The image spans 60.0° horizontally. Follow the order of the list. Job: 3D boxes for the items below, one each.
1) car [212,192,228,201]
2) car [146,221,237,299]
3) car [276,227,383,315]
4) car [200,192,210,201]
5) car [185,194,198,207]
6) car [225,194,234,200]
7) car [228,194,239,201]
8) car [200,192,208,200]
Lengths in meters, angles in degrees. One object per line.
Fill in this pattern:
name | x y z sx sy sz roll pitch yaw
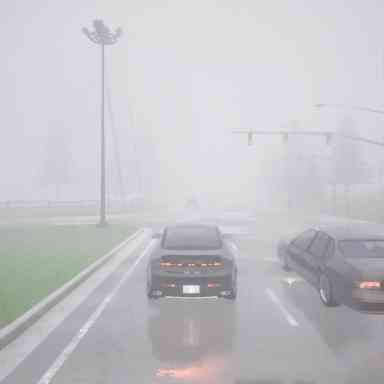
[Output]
car | 6.901 1.517 82.543 2.128 1.511 4.902 0 0 0
car | 0.000 1.505 8.418 1.837 1.490 4.892 0 0 0
car | 3.495 1.547 7.859 2.033 1.411 5.357 0 0 0
car | 3.401 1.348 82.925 2.097 1.767 4.553 0 0 0
car | -0.062 1.478 51.914 1.882 1.535 5.008 0 0 0
car | 10.389 1.332 92.967 1.837 1.490 4.892 0 0 0
car | 10.401 1.348 82.934 2.097 1.767 4.553 0 0 0
car | 3.389 1.057 92.988 2.150 2.045 5.566 0 0 0
